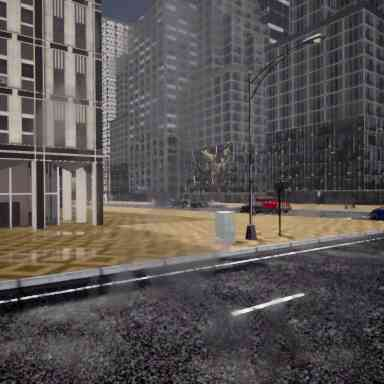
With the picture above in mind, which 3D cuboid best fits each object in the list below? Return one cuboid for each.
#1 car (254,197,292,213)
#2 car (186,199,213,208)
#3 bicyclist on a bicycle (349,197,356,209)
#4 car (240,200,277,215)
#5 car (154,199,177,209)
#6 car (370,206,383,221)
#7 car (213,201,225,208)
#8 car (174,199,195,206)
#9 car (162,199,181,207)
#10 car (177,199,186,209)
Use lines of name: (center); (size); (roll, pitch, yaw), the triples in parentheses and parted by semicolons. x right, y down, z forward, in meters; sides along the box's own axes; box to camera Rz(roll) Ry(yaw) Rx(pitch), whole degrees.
car: (10.317, 1.671, 43.352); (2.150, 2.045, 5.566); (-1, 0, -35)
car: (1.304, 2.305, 61.971); (1.994, 1.385, 4.181); (-1, -1, -35)
bicyclist on a bicycle: (21.996, 1.578, 45.642); (1.656, 1.620, 0.582); (-1, 0, -35)
car: (7.868, 2.037, 41.195); (1.994, 1.385, 4.181); (-1, -1, -35)
car: (-5.252, 2.357, 59.855); (1.812, 1.442, 4.674); (-1, -1, -35)
car: (16.942, 1.758, 27.400); (1.994, 1.385, 4.181); (-2, -1, -25)
car: (4.040, 2.310, 63.634); (1.895, 1.301, 4.718); (-1, -1, -35)
car: (-1.726, 2.224, 71.769); (2.128, 1.511, 4.902); (-1, -1, -35)
car: (-4.378, 2.252, 69.890); (1.812, 1.442, 4.674); (-1, -1, -35)
car: (-2.991, 2.321, 62.296); (1.837, 1.490, 4.892); (-1, -1, -35)
